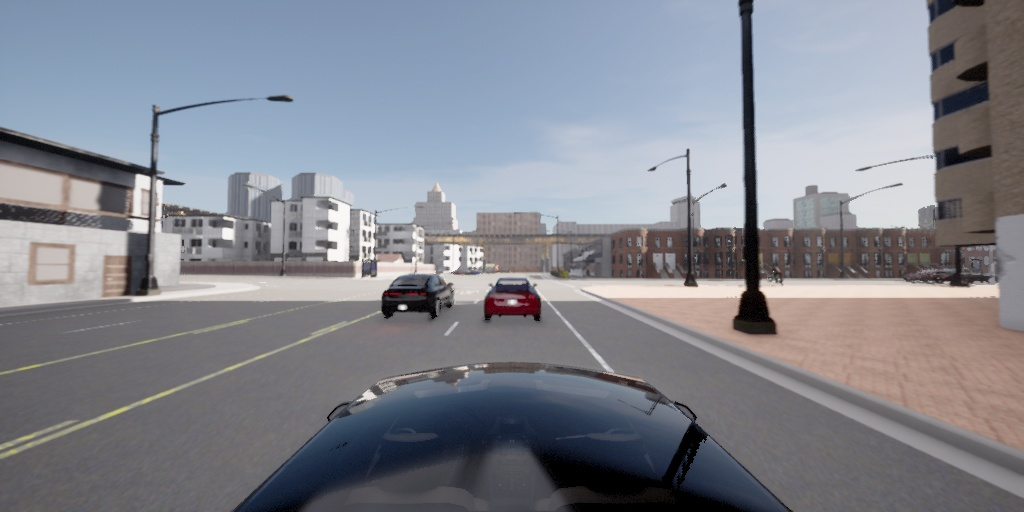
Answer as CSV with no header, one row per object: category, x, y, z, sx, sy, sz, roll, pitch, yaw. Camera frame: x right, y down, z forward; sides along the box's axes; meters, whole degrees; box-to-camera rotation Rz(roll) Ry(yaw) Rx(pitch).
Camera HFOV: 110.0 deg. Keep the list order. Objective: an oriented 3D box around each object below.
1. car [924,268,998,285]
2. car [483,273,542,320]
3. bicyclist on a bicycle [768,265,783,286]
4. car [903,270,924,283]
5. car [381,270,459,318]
car,43.565,1.962,34.544,4.892,1.490,1.837,1,-2,2
car,0.035,1.483,13.494,1.994,1.385,4.181,0,-1,1
bicyclist on a bicycle,20.397,1.522,27.764,0.582,1.620,1.656,0,-2,1
car,44.593,2.115,38.108,4.674,1.442,1.812,0,-2,2
car,-3.462,1.432,13.854,1.837,1.490,4.892,0,-1,1
